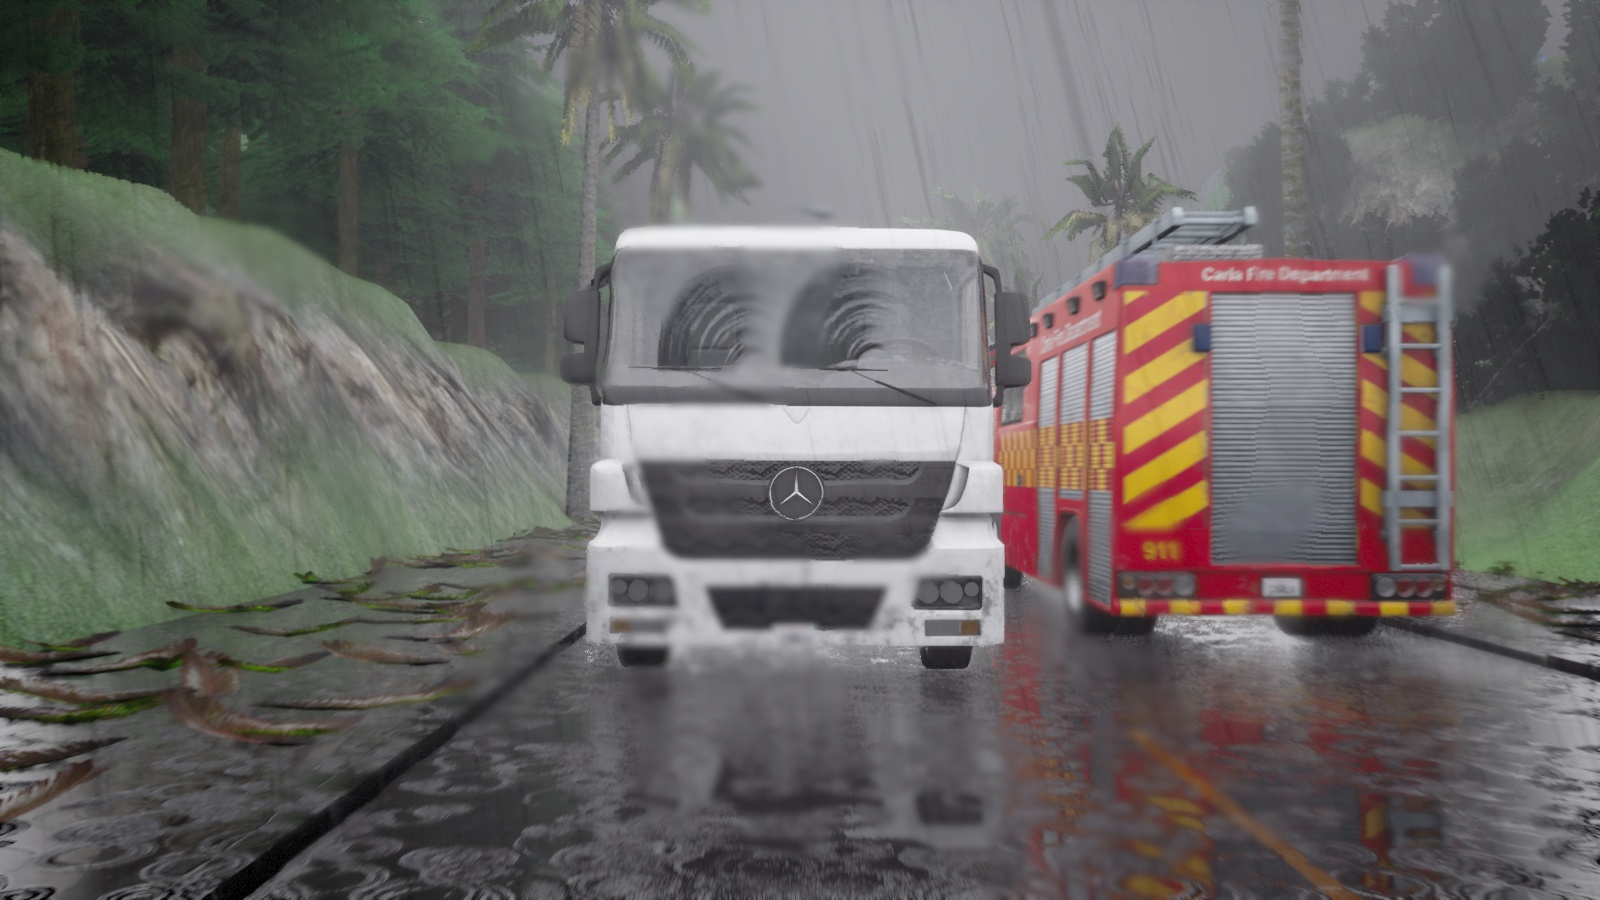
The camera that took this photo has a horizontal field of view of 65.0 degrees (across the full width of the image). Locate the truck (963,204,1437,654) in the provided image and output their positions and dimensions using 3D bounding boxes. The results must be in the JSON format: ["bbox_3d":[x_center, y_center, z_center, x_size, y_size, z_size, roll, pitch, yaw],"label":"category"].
[{"bbox_3d":[3.964,-0.116,14.957,2.891,3.827,8.468,0,-1,0],"label":"truck"}]

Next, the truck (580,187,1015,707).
[{"bbox_3d":[-0.030,0.040,12.360,2.891,3.462,7.936,0,-1,0],"label":"truck"}]
